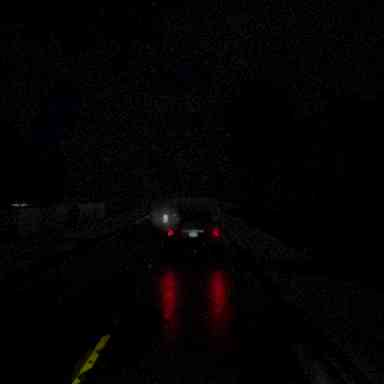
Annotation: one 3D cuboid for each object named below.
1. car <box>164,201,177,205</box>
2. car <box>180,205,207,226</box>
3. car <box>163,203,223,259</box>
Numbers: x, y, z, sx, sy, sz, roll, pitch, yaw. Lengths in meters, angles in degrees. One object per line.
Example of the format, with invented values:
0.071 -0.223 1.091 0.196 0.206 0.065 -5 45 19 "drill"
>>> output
-2.598 1.966 43.194 1.812 1.442 4.674 0 -1 1 "car"
0.118 1.836 27.552 2.033 1.411 5.357 0 -1 1 "car"
0.063 1.497 13.465 2.097 1.767 4.553 0 -1 1 "car"
